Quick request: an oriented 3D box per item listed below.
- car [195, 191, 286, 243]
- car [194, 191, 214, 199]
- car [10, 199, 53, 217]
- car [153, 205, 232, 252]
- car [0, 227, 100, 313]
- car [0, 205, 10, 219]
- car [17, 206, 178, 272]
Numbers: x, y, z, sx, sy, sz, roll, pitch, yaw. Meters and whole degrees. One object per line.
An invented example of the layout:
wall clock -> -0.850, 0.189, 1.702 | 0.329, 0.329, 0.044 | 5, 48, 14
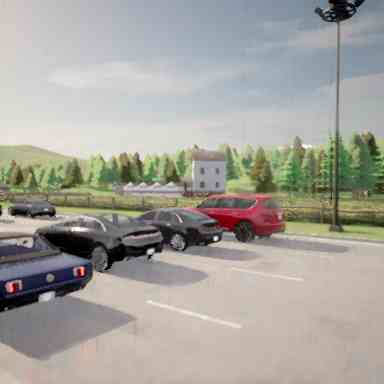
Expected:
car -> 1.576, 1.123, 15.763 | 5.566, 2.045, 2.150 | 1, 1, 35
car -> 2.946, 0.647, 81.143 | 4.605, 1.855, 1.932 | 1, 1, 35
car -> -12.396, 1.249, 25.725 | 4.181, 1.385, 1.994 | 1, 1, 35
car -> -1.114, 1.397, 13.384 | 4.892, 1.490, 1.837 | 1, 1, 35
car -> -4.323, 1.506, 7.072 | 4.718, 1.301, 1.895 | 1, 1, 35
car -> -15.259, 1.150, 23.466 | 5.008, 1.535, 1.882 | 1, 1, 35
car -> -3.101, 1.384, 10.501 | 4.902, 1.511, 2.128 | 1, 1, 35
